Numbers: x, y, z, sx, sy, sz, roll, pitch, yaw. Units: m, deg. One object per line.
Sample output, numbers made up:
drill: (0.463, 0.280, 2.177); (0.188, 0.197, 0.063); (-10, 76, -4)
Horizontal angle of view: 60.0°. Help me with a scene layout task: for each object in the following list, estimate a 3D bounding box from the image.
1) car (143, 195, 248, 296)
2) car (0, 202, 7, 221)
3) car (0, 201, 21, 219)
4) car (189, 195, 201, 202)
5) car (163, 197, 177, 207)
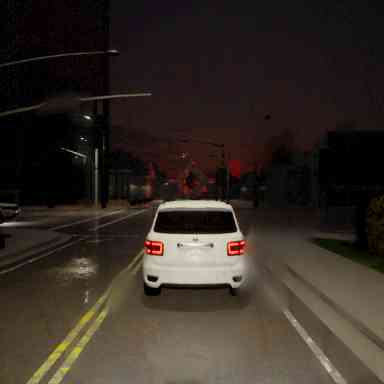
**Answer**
car: (0.081, 1.221, 8.796); (2.150, 2.045, 5.566); (0, 0, 0)
car: (-16.215, 1.667, 24.044); (4.181, 1.385, 1.994); (-1, 0, 0)
car: (-17.293, 1.339, 27.540); (5.566, 2.045, 2.150); (-1, 0, 0)
car: (0.852, 1.465, 78.667); (1.882, 1.535, 5.008); (0, 0, 12)
car: (-3.521, 1.564, 52.941); (1.994, 1.385, 4.181); (0, 0, 0)
